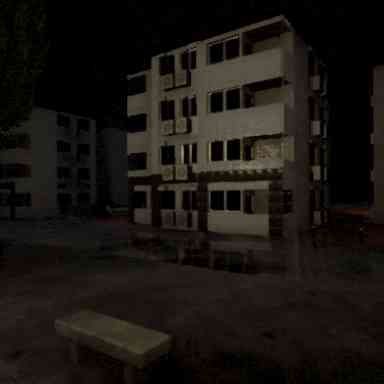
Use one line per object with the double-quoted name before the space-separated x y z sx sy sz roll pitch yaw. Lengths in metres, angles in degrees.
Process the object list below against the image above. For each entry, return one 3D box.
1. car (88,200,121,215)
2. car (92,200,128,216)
"car" -9.406 1.610 35.639 1.845 1.501 3.633 0 0 -43
"car" -7.373 1.679 33.715 4.536 1.218 1.853 0 0 -25
